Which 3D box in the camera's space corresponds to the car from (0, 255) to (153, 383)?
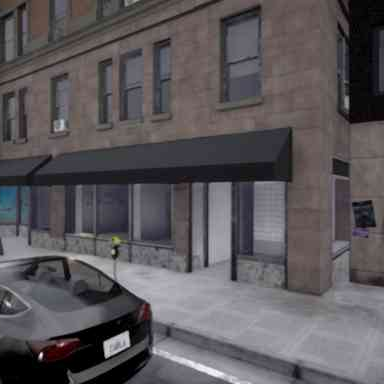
[{"bbox_3d":[-2.443,1.564,4.549,4.313,1.339,1.947,0,0,35],"label":"car"}]
